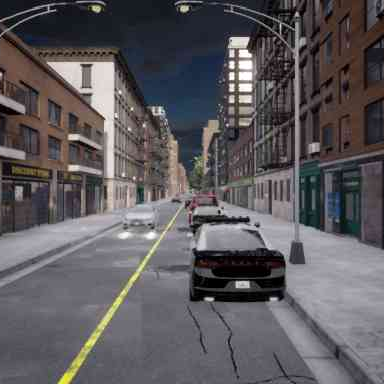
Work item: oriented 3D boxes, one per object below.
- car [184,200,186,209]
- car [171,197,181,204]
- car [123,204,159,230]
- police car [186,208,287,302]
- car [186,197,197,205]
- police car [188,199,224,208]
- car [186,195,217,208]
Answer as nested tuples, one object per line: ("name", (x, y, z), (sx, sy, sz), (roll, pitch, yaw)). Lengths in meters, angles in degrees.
("car", (-0.064, 1.549, 46.494), (1.837, 1.490, 4.892), (0, 0, 0))
("car", (-3.109, 1.626, 66.439), (2.033, 1.411, 5.357), (0, 0, 0))
("car", (-3.135, 1.536, 21.224), (1.812, 1.442, 4.674), (0, 0, 0))
("police car", (0.886, 1.427, 8.440), (1.930, 1.638, 5.238), (0, 0, 0))
("car", (-0.099, 1.630, 59.885), (1.994, 1.385, 4.181), (0, 0, 0))
("police car", (0.870, 1.434, 18.440), (1.930, 1.638, 5.238), (0, 0, 0))
("car", (0.860, 1.239, 24.361), (2.150, 2.045, 5.566), (0, 0, 0))
